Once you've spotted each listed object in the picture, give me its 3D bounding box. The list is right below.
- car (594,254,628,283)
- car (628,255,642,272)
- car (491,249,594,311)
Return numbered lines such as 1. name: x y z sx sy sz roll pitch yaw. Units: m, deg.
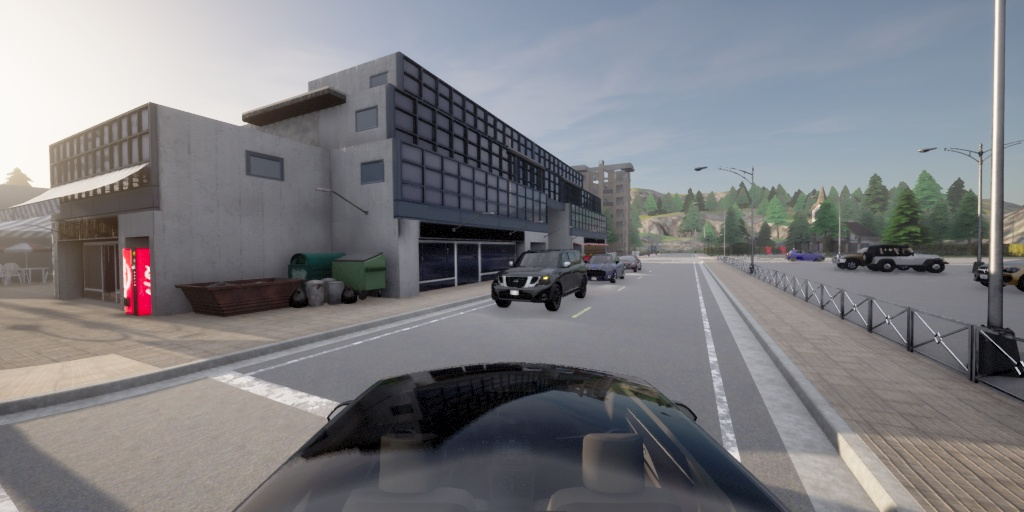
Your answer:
1. car: 5.711 0.669 22.589 2.097 1.767 4.553 0 1 27
2. car: 10.295 0.620 31.738 1.812 1.442 4.674 0 1 27
3. car: 1.310 0.752 13.792 2.150 2.045 5.566 0 1 27
